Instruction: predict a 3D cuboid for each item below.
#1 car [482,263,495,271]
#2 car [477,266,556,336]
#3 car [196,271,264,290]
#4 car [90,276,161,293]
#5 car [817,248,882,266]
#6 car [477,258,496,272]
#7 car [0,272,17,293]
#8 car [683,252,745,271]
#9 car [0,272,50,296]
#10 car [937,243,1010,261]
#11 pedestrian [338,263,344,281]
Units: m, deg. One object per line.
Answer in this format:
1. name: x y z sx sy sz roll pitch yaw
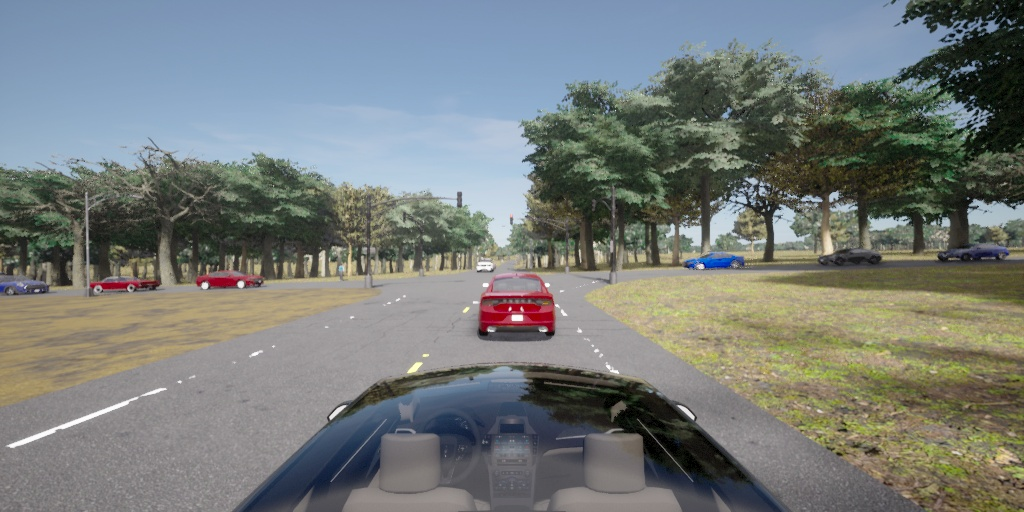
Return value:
1. car: -4.074 1.884 62.962 1.994 1.385 4.181 0 -1 0
2. car: 0.129 1.226 10.446 1.882 1.535 5.008 0 0 0
3. car: -23.682 1.963 30.224 5.008 1.535 1.882 -2 -1 2
4. car: -33.040 2.404 30.647 4.718 1.301 1.895 -2 -1 3
5. car: 29.739 0.045 31.632 4.674 1.442 1.812 -2 -1 2
6. car: -3.910 1.372 53.011 2.150 2.045 5.566 0 -1 1
7. car: -52.812 2.687 35.248 5.566 2.045 2.150 -2 -1 3
8. car: 18.003 0.459 32.097 5.008 1.535 1.882 -2 -1 1
9. car: -43.321 2.489 31.141 4.553 1.767 2.097 -2 -1 3
10. car: 40.046 -0.349 31.177 4.674 1.442 1.812 -2 -1 2
11. pedestrian: -17.905 1.652 37.571 0.375 1.860 0.375 0 1 3
